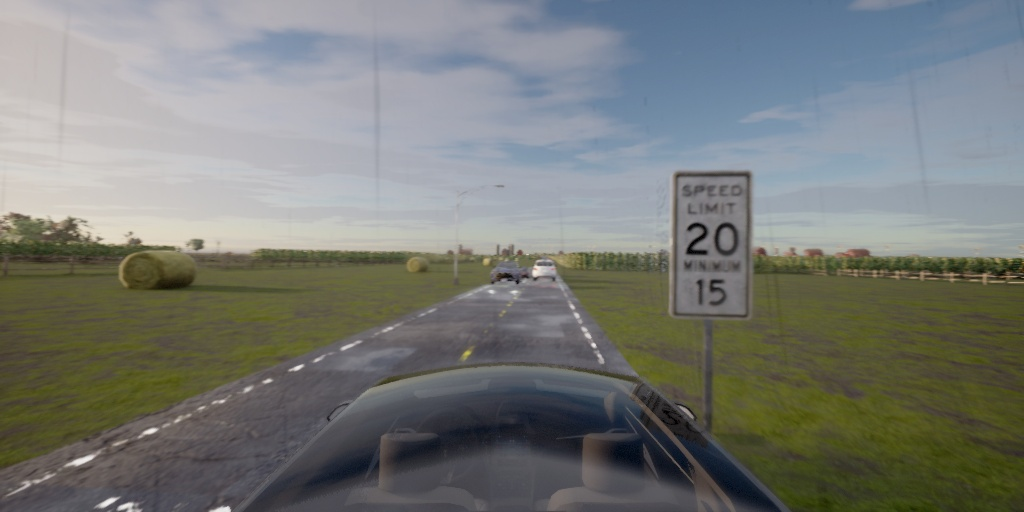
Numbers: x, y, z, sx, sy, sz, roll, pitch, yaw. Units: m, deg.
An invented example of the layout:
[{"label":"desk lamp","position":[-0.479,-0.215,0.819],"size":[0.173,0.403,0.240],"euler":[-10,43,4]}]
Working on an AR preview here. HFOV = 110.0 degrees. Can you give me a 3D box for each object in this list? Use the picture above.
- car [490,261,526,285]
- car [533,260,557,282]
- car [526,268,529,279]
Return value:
[{"label":"car","position":[-0.344,1.144,27.490],"size":[2.097,1.767,4.553],"euler":[1,-1,6]},{"label":"car","position":[3.345,1.454,36.371],"size":[2.150,2.045,5.566],"euler":[1,-1,6]},{"label":"car","position":[0.939,1.808,40.591],"size":[1.994,1.385,4.181],"euler":[1,-1,6]}]
